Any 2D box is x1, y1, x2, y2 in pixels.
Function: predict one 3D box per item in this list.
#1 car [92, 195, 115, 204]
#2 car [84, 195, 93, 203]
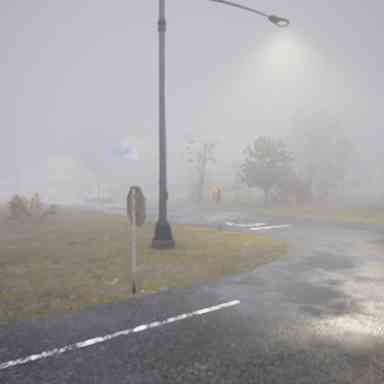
[{"bbox_3d":[-14.144,1.280,53.968,1.895,1.301,4.718,-1,0,-33],"label":"car"},{"bbox_3d":[-17.963,1.191,59.656,1.812,1.442,4.674,-1,0,-34],"label":"car"}]
